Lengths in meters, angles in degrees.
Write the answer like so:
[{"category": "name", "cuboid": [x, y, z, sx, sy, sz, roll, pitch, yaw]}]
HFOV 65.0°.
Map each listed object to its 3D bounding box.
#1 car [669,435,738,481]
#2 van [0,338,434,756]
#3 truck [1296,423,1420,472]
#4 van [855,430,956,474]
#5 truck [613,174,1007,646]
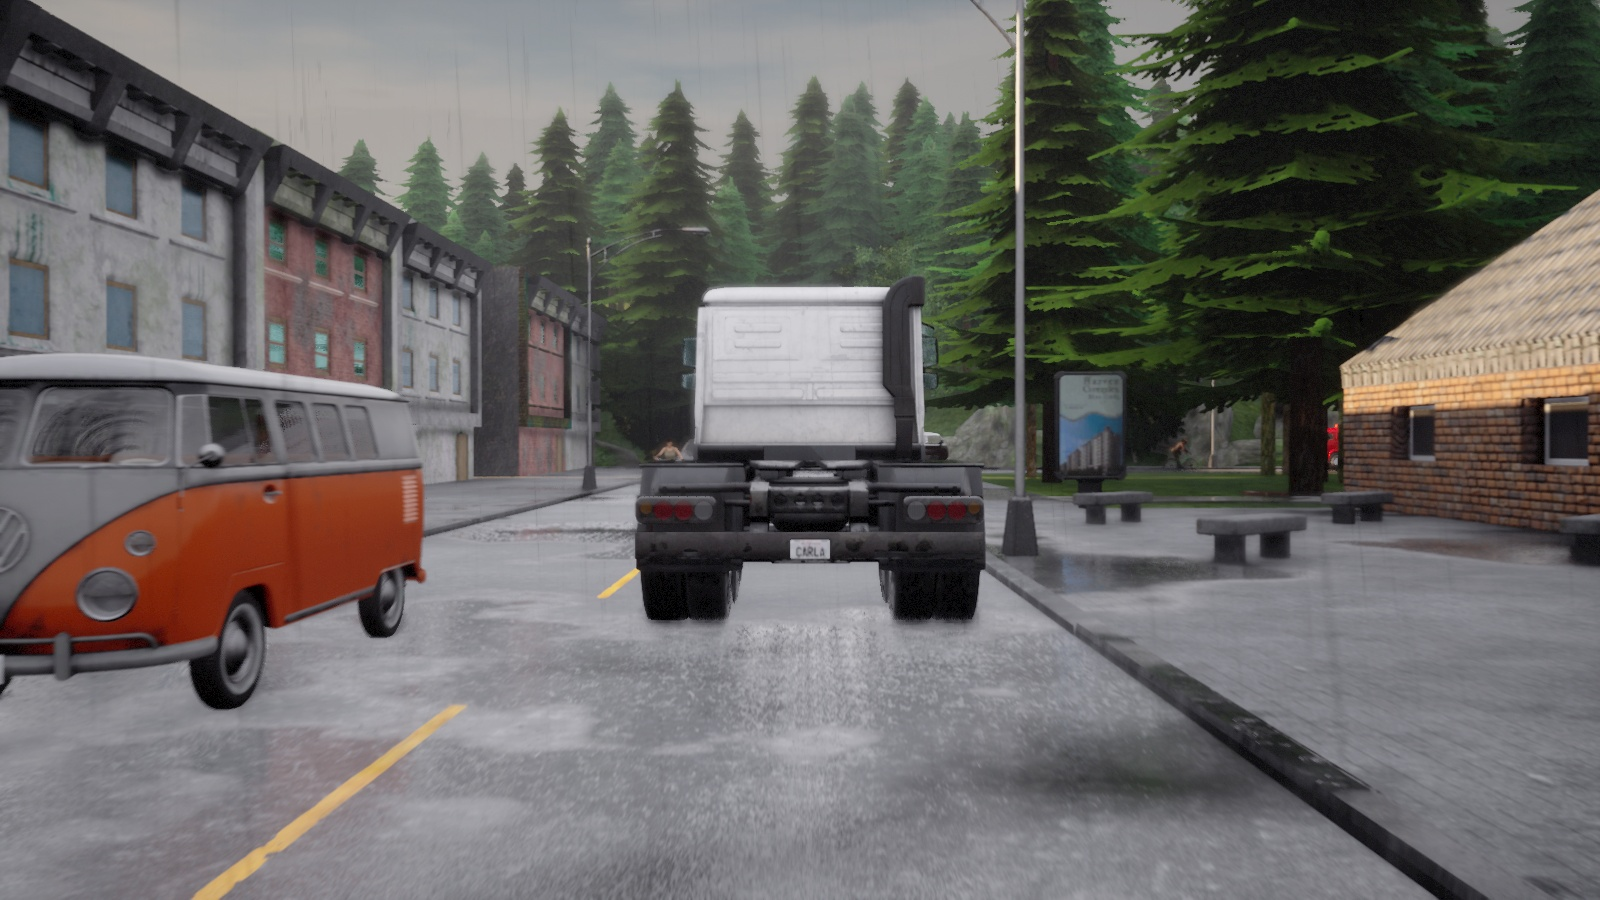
[{"category": "car", "cuboid": [-3.651, 0.284, 48.427, 2.242, 1.667, 4.611, 0, 0, 1]}, {"category": "van", "cuboid": [-3.937, 0.443, 8.195, 1.775, 1.987, 4.442, 0, 0, 0]}, {"category": "truck", "cuboid": [28.748, -0.123, 64.804, 5.204, 2.467, 2.627, 0, 0, 0]}, {"category": "van", "cuboid": [5.032, 0.099, 59.788, 4.480, 2.038, 2.069, 0, -1, -33]}, {"category": "truck", "cuboid": [0.102, -0.319, 13.195, 2.891, 3.462, 7.936, 0, 0, 0]}]
